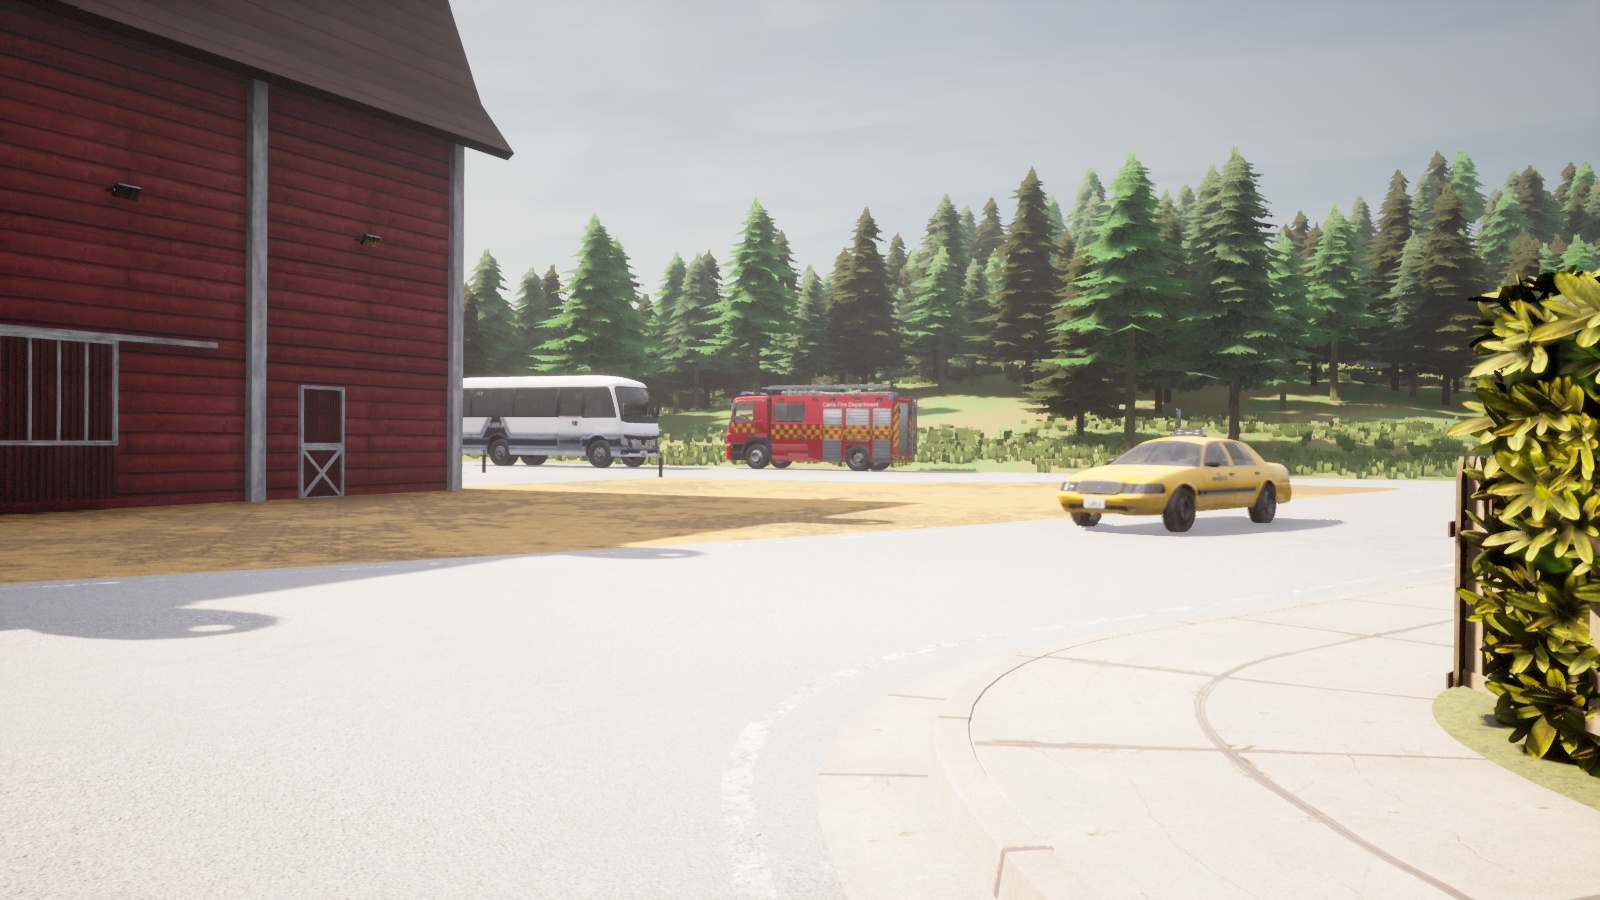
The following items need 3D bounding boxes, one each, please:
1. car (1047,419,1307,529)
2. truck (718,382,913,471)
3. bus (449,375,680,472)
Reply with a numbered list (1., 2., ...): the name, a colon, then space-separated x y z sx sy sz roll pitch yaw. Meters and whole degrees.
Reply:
1. car: 6.298 0.300 20.530 1.801 1.575 5.366 0 1 44
2. truck: 0.667 -1.022 57.294 8.468 3.827 2.891 0 0 26
3. bus: -11.111 -1.139 59.087 10.273 4.253 3.944 0 0 26
